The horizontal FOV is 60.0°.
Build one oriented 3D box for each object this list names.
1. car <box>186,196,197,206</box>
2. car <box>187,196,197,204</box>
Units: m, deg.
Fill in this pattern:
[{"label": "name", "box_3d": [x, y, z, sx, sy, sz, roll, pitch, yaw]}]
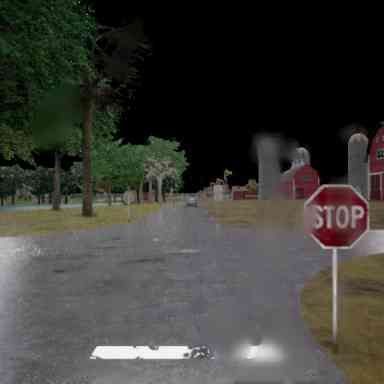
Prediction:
[{"label": "car", "box_3d": [-0.077, 1.837, 60.744, 2.128, 1.511, 4.902, 0, -1, 0]}, {"label": "car", "box_3d": [-0.090, 1.691, 71.139, 2.097, 1.767, 4.553, 0, -1, 0]}]
